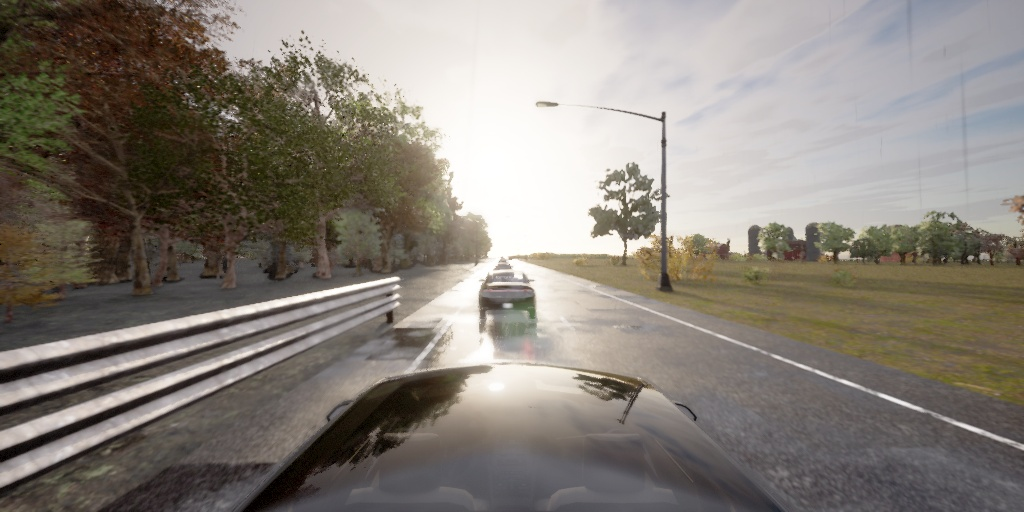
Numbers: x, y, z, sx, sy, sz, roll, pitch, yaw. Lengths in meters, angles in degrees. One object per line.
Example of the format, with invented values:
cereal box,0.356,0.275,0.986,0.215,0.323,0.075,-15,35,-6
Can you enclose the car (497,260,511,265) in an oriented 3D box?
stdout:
car,-0.744,1.318,33.638,1.994,1.385,4.181,0,0,-2

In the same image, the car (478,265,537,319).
car,-0.185,1.251,12.948,2.128,1.511,4.902,0,0,-2

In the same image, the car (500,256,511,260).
car,-1.568,1.248,63.999,1.837,1.490,4.892,0,0,-2
